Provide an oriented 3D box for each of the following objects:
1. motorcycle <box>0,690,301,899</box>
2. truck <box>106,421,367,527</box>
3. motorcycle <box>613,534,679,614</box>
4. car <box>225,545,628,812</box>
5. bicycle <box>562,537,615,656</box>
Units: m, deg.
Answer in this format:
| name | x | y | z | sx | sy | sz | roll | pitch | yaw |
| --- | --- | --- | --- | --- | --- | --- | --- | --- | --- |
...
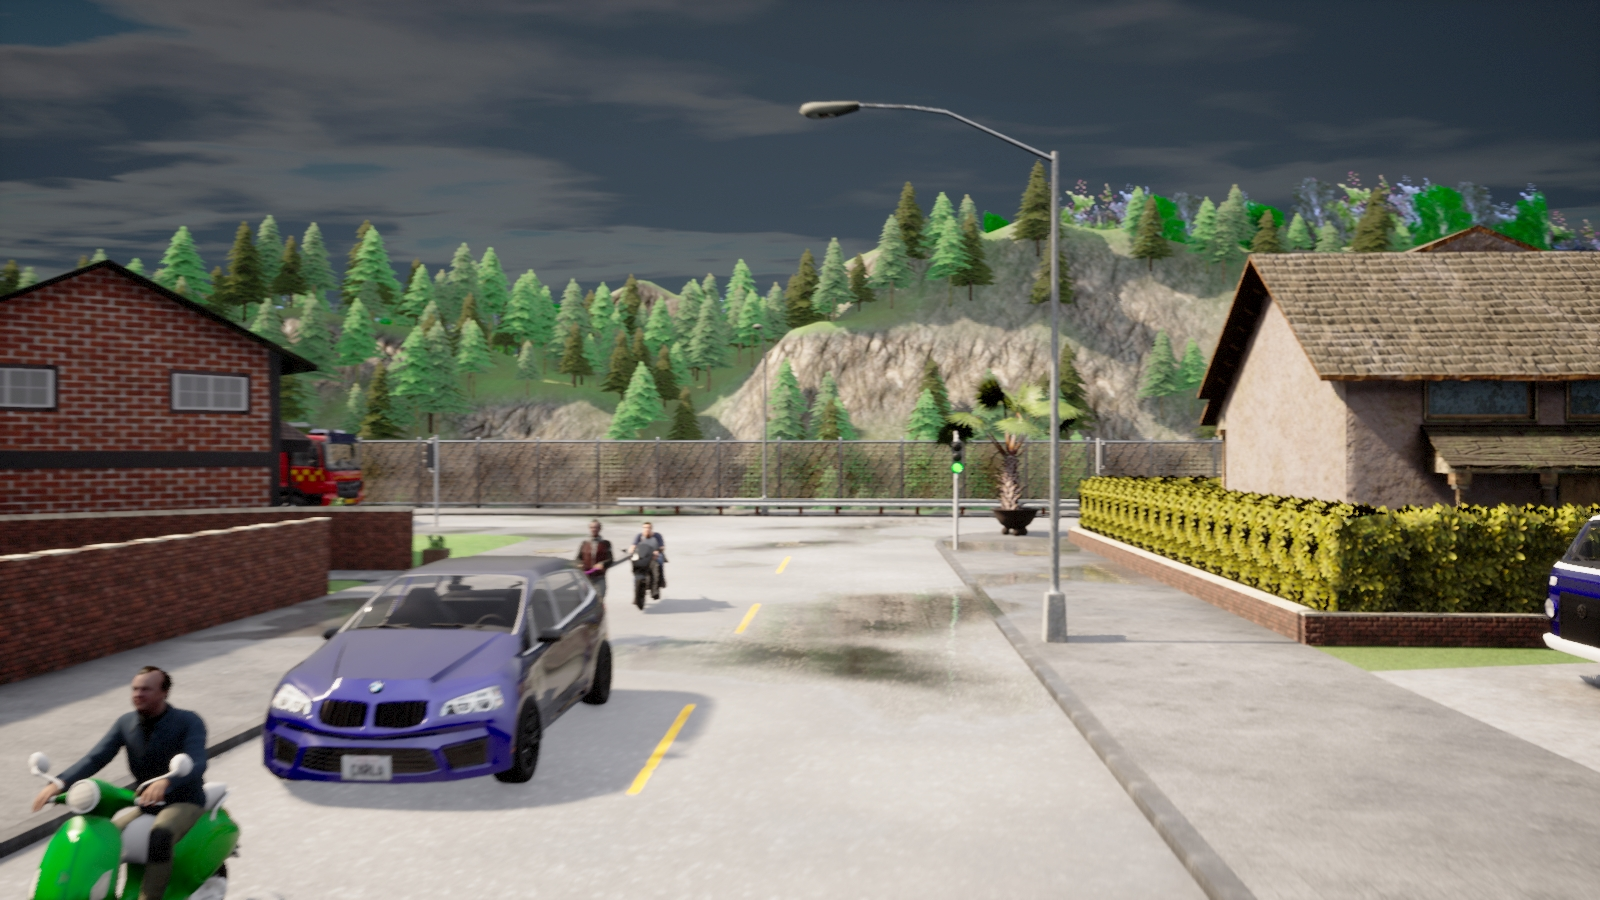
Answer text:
| name | x | y | z | sx | sy | sz | roll | pitch | yaw |
| --- | --- | --- | --- | --- | --- | --- | --- | --- | --- |
| motorcycle | -3.540 | 2.139 | 6.143 | 0.856 | 1.316 | 1.805 | 0 | 0 | 3 |
| truck | -21.032 | 0.875 | 42.945 | 8.468 | 3.827 | 2.891 | 0 | 0 | 3 |
| motorcycle | -2.732 | 2.184 | 20.479 | 0.803 | 1.199 | 2.033 | 0 | 0 | 4 |
| car | -3.261 | 1.965 | 11.185 | 2.242 | 1.667 | 4.611 | 0 | 0 | 3 |
| bicycle | -3.016 | 2.058 | 16.396 | 0.329 | 1.471 | 1.835 | 0 | 0 | 3 |
